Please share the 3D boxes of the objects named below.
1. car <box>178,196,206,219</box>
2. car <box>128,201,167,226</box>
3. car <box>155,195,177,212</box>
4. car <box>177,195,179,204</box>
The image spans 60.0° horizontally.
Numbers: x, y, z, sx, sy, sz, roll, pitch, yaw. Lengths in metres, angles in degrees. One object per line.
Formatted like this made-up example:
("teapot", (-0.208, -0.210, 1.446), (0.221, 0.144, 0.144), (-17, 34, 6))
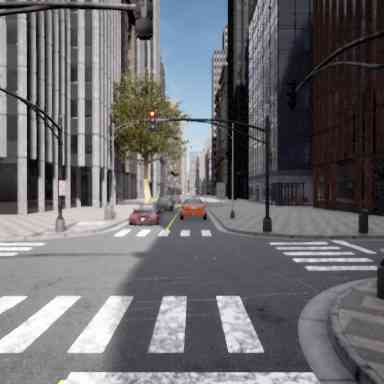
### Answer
("car", (0.112, 1.316, 28.561), (2.097, 1.767, 4.553), (0, 0, 0))
("car", (-3.091, 1.535, 22.952), (1.994, 1.385, 4.181), (0, 0, 0))
("car", (-3.082, 1.306, 37.031), (2.097, 1.767, 4.553), (0, 0, 0))
("car", (-2.987, 1.275, 59.067), (2.097, 1.767, 4.553), (0, 0, 0))
